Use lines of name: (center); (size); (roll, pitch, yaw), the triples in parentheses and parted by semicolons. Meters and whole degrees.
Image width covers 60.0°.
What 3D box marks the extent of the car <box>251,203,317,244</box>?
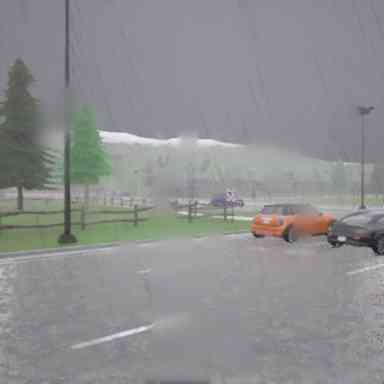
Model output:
car: (5.029, 1.323, 15.952); (4.553, 1.767, 2.097); (0, 0, -35)

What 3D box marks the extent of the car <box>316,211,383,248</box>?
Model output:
car: (7.242, 1.497, 13.230); (4.674, 1.442, 1.812); (0, 0, -35)

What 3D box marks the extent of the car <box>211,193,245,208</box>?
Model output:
car: (5.000, 1.153, 46.925); (2.150, 2.045, 5.566); (0, 0, -35)

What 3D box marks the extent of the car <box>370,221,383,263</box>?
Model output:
car: (7.231, 1.524, 8.932); (5.357, 1.411, 2.033); (0, 0, -35)
